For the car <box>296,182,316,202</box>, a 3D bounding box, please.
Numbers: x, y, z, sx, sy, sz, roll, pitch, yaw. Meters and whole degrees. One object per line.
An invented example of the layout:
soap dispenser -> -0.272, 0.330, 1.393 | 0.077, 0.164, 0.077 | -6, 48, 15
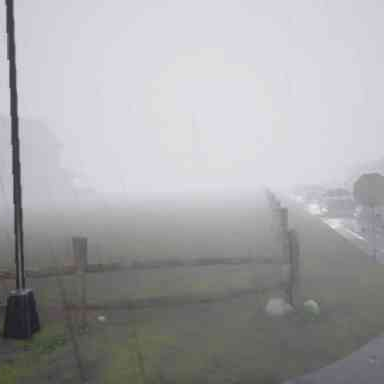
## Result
car -> 11.302, 0.069, 30.772 | 2.128, 1.511, 4.902 | -2, 2, 12

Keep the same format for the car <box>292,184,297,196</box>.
car -> 13.480, -0.311, 41.149 | 2.033, 1.411, 5.357 | -2, 2, 12

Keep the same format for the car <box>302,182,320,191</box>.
car -> 18.653, -0.865, 52.270 | 1.895, 1.301, 4.718 | -2, 2, 12

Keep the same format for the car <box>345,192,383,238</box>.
car -> 7.395, 0.918, 11.997 | 2.033, 1.411, 5.357 | -2, 2, 12

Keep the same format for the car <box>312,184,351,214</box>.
car -> 9.358, 0.448, 21.465 | 1.882, 1.535, 5.008 | -3, 2, 11
